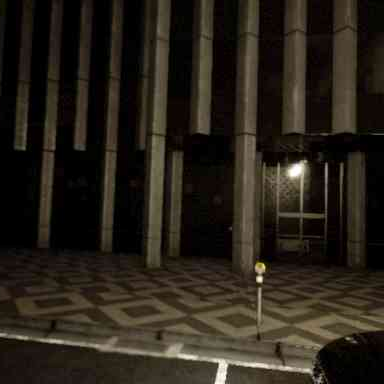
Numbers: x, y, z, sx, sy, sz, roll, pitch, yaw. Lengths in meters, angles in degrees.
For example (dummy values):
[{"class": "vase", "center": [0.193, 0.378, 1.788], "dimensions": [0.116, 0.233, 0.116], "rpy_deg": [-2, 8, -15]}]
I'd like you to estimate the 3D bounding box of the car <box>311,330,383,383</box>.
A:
[{"class": "car", "center": [3.621, 1.827, 2.876], "dimensions": [4.892, 1.490, 1.837], "rpy_deg": [2, -3, 10]}]
